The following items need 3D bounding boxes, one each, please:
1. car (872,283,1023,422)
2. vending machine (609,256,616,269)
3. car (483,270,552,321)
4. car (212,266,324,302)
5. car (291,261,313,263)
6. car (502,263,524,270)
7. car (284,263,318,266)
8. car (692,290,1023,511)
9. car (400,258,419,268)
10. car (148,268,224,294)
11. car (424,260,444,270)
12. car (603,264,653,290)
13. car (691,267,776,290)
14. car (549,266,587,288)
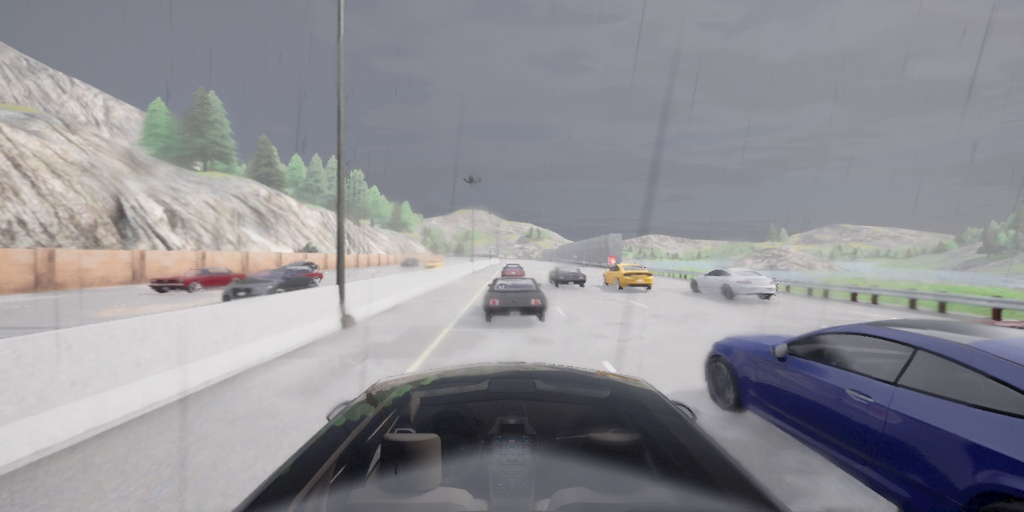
[{"bbox_3d":[7.098,1.228,3.631,1.882,1.535,5.008,0,0,0],"label":"car"},{"bbox_3d":[15.480,0.944,55.464,1.100,2.100,0.880,0,0,0],"label":"vending machine"},{"bbox_3d":[0.095,1.351,12.421,1.895,1.301,4.718,0,0,0],"label":"car"},{"bbox_3d":[-10.605,1.314,16.077,1.994,1.385,4.181,0,0,0],"label":"car"},{"bbox_3d":[-21.105,1.256,35.659,1.837,1.490,4.892,0,-1,0],"label":"car"},{"bbox_3d":[0.090,1.313,30.358,1.994,1.385,4.181,0,0,0],"label":"car"},{"bbox_3d":[-14.108,1.350,22.909,1.895,1.301,4.718,0,0,0],"label":"car"},{"bbox_3d":[3.598,1.276,3.088,1.812,1.442,4.674,0,0,0],"label":"car"},{"bbox_3d":[-17.558,1.101,61.410,2.097,1.767,4.553,0,0,1],"label":"car"},{"bbox_3d":[-17.607,1.350,20.438,1.895,1.301,4.718,0,0,0],"label":"car"},{"bbox_3d":[-10.586,1.227,48.937,1.882,1.535,5.008,0,0,0],"label":"car"},{"bbox_3d":[7.094,1.227,22.364,1.882,1.535,5.008,0,0,0],"label":"car"},{"bbox_3d":[10.594,1.275,17.474,1.812,1.442,4.674,0,0,0],"label":"car"},{"bbox_3d":[3.592,1.350,23.948,1.895,1.301,4.718,0,0,0],"label":"car"}]
